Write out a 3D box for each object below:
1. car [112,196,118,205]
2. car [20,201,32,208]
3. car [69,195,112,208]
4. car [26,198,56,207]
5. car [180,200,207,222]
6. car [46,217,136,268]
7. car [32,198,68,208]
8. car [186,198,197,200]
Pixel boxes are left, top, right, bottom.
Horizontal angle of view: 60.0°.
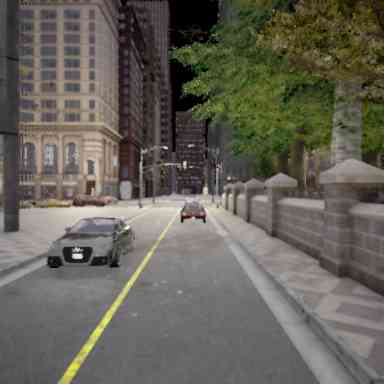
[{"bbox_3d":[-14.880,1.481,57.191,4.097,1.590,1.967,-1,1,0],"label":"car"},{"bbox_3d":[-25.804,1.756,48.697,4.829,1.417,1.752,-1,1,0],"label":"car"},{"bbox_3d":[-14.896,1.400,48.663,5.009,1.841,2.192,-1,1,0],"label":"car"},{"bbox_3d":[-25.958,1.755,57.224,4.313,1.339,1.947,-1,1,0],"label":"car"},{"bbox_3d":[0.091,1.542,25.381,1.895,1.301,4.718,0,0,0],"label":"car"},{"bbox_3d":[-3.098,1.539,10.980,1.994,1.385,4.181,0,0,0],"label":"car"},{"bbox_3d":[-20.264,1.683,48.682,4.829,1.417,1.752,-1,1,0],"label":"car"},{"bbox_3d":[-0.069,1.450,41.218,2.033,1.411,5.357,0,0,-2],"label":"car"}]
